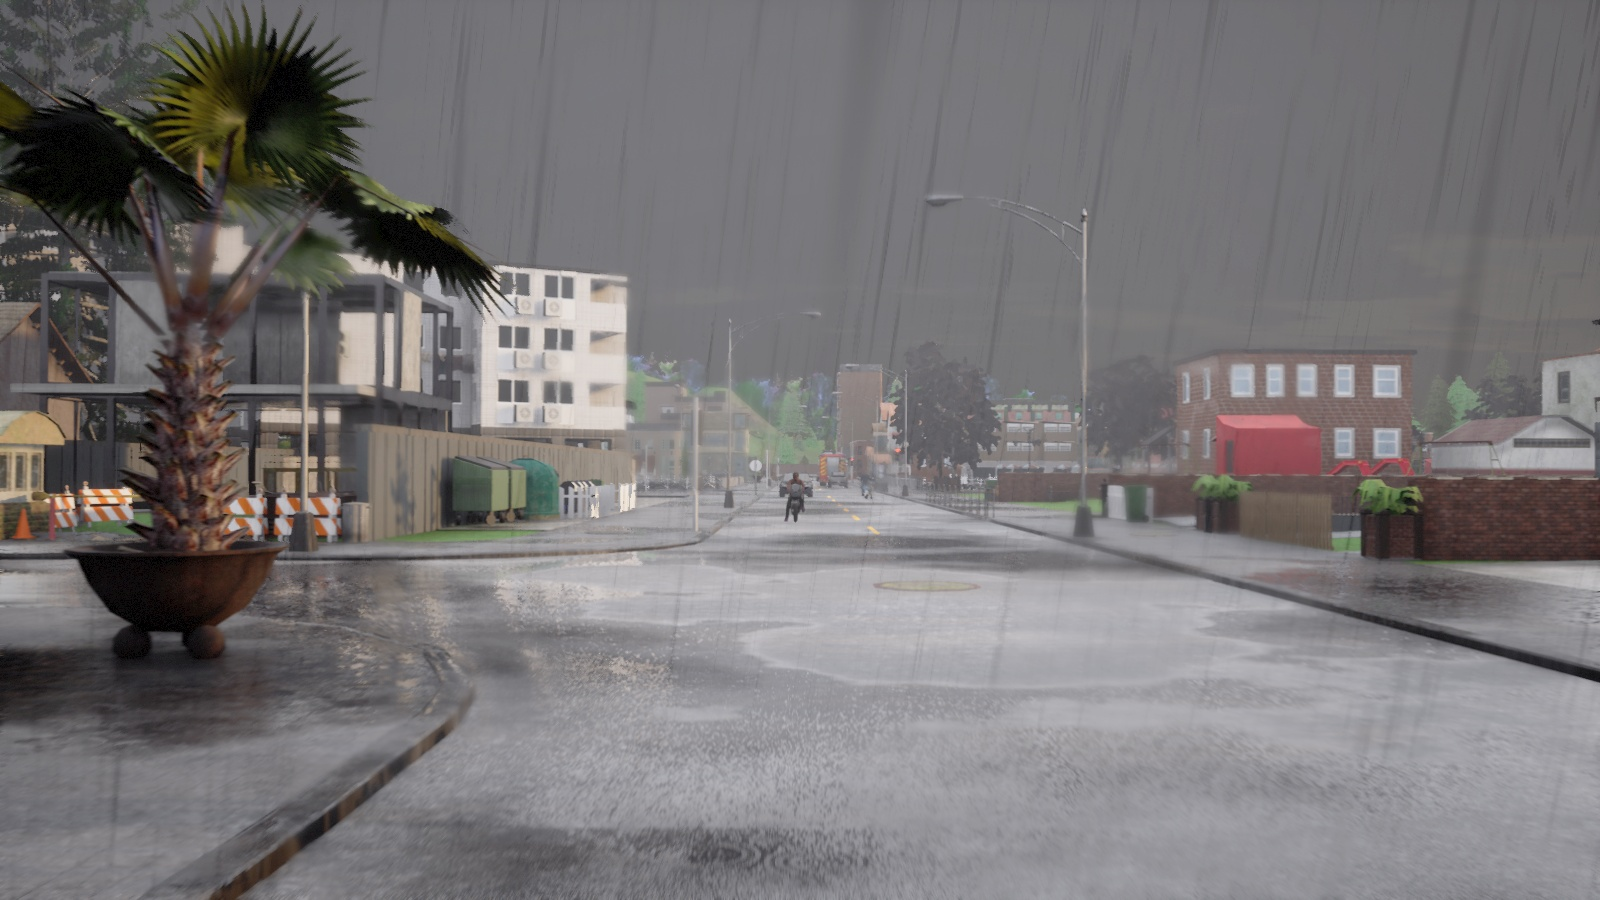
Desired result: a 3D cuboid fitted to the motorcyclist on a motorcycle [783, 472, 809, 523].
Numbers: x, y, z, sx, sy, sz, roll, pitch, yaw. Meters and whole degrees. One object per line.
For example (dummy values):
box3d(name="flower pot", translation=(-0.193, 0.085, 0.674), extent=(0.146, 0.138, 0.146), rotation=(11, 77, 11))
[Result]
box3d(name="motorcyclist on a motorcycle", translation=(-0.126, 1.446, 38.741), extent=(0.797, 1.523, 2.044), rotation=(0, -1, 0))

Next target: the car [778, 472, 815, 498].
box3d(name="car", translation=(-0.208, 2.073, 75.151), extent=(2.163, 1.488, 4.792), rotation=(0, -1, 0))
